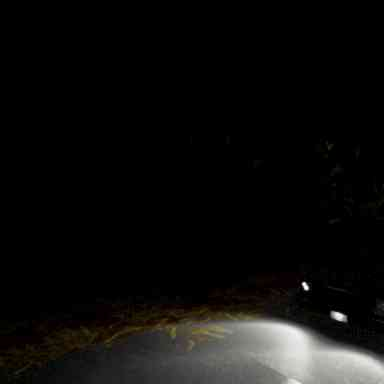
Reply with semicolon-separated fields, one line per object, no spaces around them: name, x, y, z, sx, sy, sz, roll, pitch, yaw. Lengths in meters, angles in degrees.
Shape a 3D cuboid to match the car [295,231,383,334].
car;4.418;1.512;6.685;5.357;1.411;2.033;-1;0;-36
